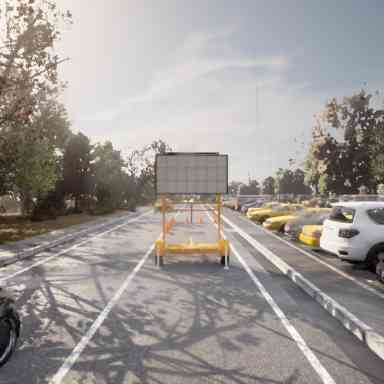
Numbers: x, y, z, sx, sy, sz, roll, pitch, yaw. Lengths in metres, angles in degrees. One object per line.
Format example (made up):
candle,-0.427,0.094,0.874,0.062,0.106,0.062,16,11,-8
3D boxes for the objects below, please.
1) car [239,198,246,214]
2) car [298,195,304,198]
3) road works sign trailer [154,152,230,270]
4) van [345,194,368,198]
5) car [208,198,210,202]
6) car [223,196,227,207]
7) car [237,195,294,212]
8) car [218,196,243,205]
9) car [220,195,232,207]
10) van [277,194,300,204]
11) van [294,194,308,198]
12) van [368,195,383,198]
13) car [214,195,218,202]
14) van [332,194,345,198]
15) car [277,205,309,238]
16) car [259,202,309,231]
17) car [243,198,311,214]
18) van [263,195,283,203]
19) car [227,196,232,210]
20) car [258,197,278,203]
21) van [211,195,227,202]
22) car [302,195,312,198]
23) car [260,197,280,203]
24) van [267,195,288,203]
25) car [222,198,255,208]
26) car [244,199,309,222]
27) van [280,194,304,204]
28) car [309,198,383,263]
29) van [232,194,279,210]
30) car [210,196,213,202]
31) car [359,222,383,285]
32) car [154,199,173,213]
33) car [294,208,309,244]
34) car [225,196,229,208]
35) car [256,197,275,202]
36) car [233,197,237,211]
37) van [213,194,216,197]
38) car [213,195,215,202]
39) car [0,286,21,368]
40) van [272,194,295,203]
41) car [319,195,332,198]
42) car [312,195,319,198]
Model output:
car,7.003,1.536,29.631,4.892,1.521,2.231,0,0,0
car,20.300,1.692,54.524,4.674,1.452,2.002,0,0,0
road works sign trailer,-0.014,0.480,11.132,2.380,3.560,2.880,0,0,-1
van,20.274,1.336,37.779,4.442,1.987,1.878,0,0,0
car,7.523,2.104,90.682,5.008,1.535,2.097,0,-1,0
car,7.119,1.645,46.288,4.792,1.488,2.163,0,0,0
car,7.064,1.418,32.411,4.553,1.767,2.185,0,0,0
car,7.255,1.578,62.945,4.553,1.767,2.185,0,0,0
car,6.986,1.627,49.066,5.366,1.575,1.946,0,0,0
van,20.551,1.514,71.020,4.442,1.987,1.878,0,0,0
van,20.436,1.441,57.295,4.442,1.987,1.878,0,0,0
van,20.003,1.310,32.225,4.442,1.987,1.878,0,0,0
car,7.055,1.672,57.394,5.366,1.575,1.946,0,0,0
van,20.064,1.351,40.551,4.442,1.987,1.878,0,0,0
car,6.900,1.563,15.762,4.892,1.521,2.231,0,0,0
car,6.732,1.549,18.539,5.366,1.575,1.946,0,0,0
car,7.172,1.529,26.862,5.366,1.575,1.946,0,0,0
van,20.666,1.748,84.851,4.442,1.987,1.878,0,-1,0
car,7.073,1.615,40.736,4.792,1.488,2.163,0,0,0
car,20.591,2.092,90.386,5.008,1.535,2.097,0,-1,0
van,7.658,1.938,93.461,4.442,1.987,1.878,0,-1,0
car,20.267,1.636,51.629,5.008,1.535,2.097,0,0,0
car,20.567,2.034,87.617,4.892,1.521,2.231,0,-1,0
van,20.386,1.630,79.315,4.442,1.987,1.878,0,-1,0
car,7.201,1.646,51.840,4.892,1.521,2.231,0,0,0
car,6.779,1.533,24.213,5.366,1.575,1.946,0,0,0
van,20.529,1.500,68.375,4.442,1.987,1.878,0,0,0
car,6.876,1.329,10.209,5.566,2.045,2.435,0,0,0
van,7.195,1.345,37.960,4.442,1.987,1.878,0,0,0
car,7.407,1.512,74.050,5.566,2.045,2.435,0,0,0
car,6.830,1.589,7.434,5.008,1.535,2.097,0,0,0
car,-3.160,1.564,37.807,1.882,1.535,5.008,0,0,0
car,7.056,1.568,12.984,5.366,1.575,1.946,0,0,0
car,7.096,1.630,43.512,4.792,1.488,2.163,0,0,0
car,20.615,2.154,93.281,5.008,1.535,2.097,0,-1,0
car,7.085,1.585,35.183,4.792,1.488,2.163,0,0,0
van,7.239,1.523,71.275,4.442,1.987,1.878,0,0,0
car,7.304,1.719,65.721,5.008,1.535,2.097,0,0,0
car,-3.348,1.568,2.874,1.994,1.385,4.181,0,0,0
van,20.342,1.529,73.925,4.442,1.987,1.878,0,-1,0
car,20.175,1.341,43.319,5.566,2.045,2.435,0,0,0
car,20.198,1.355,46.090,5.566,2.045,2.435,0,0,0
